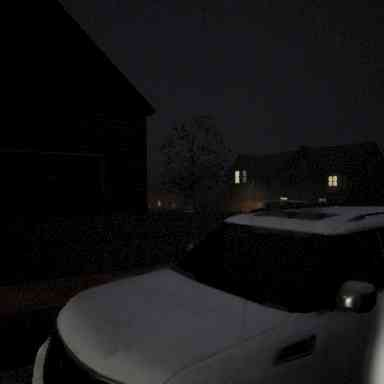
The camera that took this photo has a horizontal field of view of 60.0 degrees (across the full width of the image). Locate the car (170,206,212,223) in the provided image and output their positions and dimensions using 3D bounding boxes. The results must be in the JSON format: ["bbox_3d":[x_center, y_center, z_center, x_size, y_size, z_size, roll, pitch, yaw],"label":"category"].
[{"bbox_3d":[-0.175,2.151,33.193,1.812,1.442,4.674,-1,-1,-36],"label":"car"}]

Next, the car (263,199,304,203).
[{"bbox_3d":[7.133,1.550,23.039,2.150,2.045,5.566,-1,-1,-36],"label":"car"}]

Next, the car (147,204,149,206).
[{"bbox_3d":[-7.837,2.341,48.811,2.097,1.767,4.553,-1,-1,-35],"label":"car"}]

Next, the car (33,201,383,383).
[{"bbox_3d":[1.278,1.221,3.807,5.566,2.045,2.150,0,0,-34],"label":"car"}]
